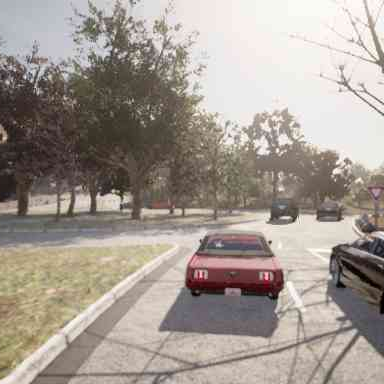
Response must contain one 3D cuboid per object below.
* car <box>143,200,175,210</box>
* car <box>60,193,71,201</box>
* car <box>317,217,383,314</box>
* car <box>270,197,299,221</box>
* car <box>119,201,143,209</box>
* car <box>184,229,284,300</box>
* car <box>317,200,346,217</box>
[{"bbox_3d":[-5.260,2.112,55.660,4.553,1.767,2.097,0,-1,25],"label":"car"},{"bbox_3d":[-32.899,1.412,85.152,1.946,1.575,5.366,0,2,-12],"label":"car"},{"bbox_3d":[4.052,1.472,6.216,2.128,1.511,4.902,0,0,7],"label":"car"},{"bbox_3d":[8.373,1.496,30.002,2.150,2.045,5.566,0,-1,20],"label":"car"},{"bbox_3d":[-10.560,2.319,59.299,4.902,1.511,2.128,0,-1,-1],"label":"car"},{"bbox_3d":[1.086,1.593,8.415,1.895,1.301,4.718,0,0,8],"label":"car"},{"bbox_3d":[13.320,1.662,31.711,2.097,1.767,4.553,0,-1,30],"label":"car"}]
